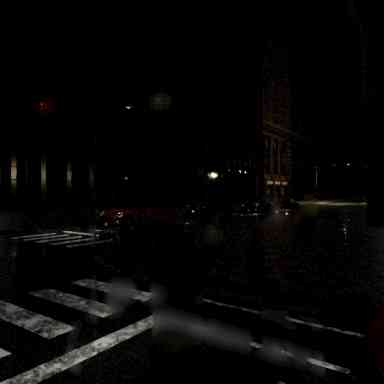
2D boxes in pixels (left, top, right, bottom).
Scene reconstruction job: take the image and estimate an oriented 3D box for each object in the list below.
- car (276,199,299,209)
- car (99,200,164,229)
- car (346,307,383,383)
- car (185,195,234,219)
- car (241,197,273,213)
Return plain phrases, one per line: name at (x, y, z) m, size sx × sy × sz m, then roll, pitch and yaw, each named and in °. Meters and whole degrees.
car at (13.124, 1.624, 45.638) m, size 1.994 × 1.385 × 4.181 m, roll 0°, pitch 0°, yaw 36°
car at (-3.904, 1.376, 21.953) m, size 2.097 × 1.767 × 4.553 m, roll 0°, pitch 0°, yaw 35°
car at (3.564, 1.221, 1.149) m, size 5.566 × 2.045 × 2.150 m, roll 0°, pitch 0°, yaw 36°
car at (1.697, 1.257, 29.781) m, size 2.150 × 2.045 × 5.566 m, roll 0°, pitch 0°, yaw 36°
car at (7.395, 1.399, 37.700) m, size 2.097 × 1.767 × 4.553 m, roll 0°, pitch 0°, yaw 35°
